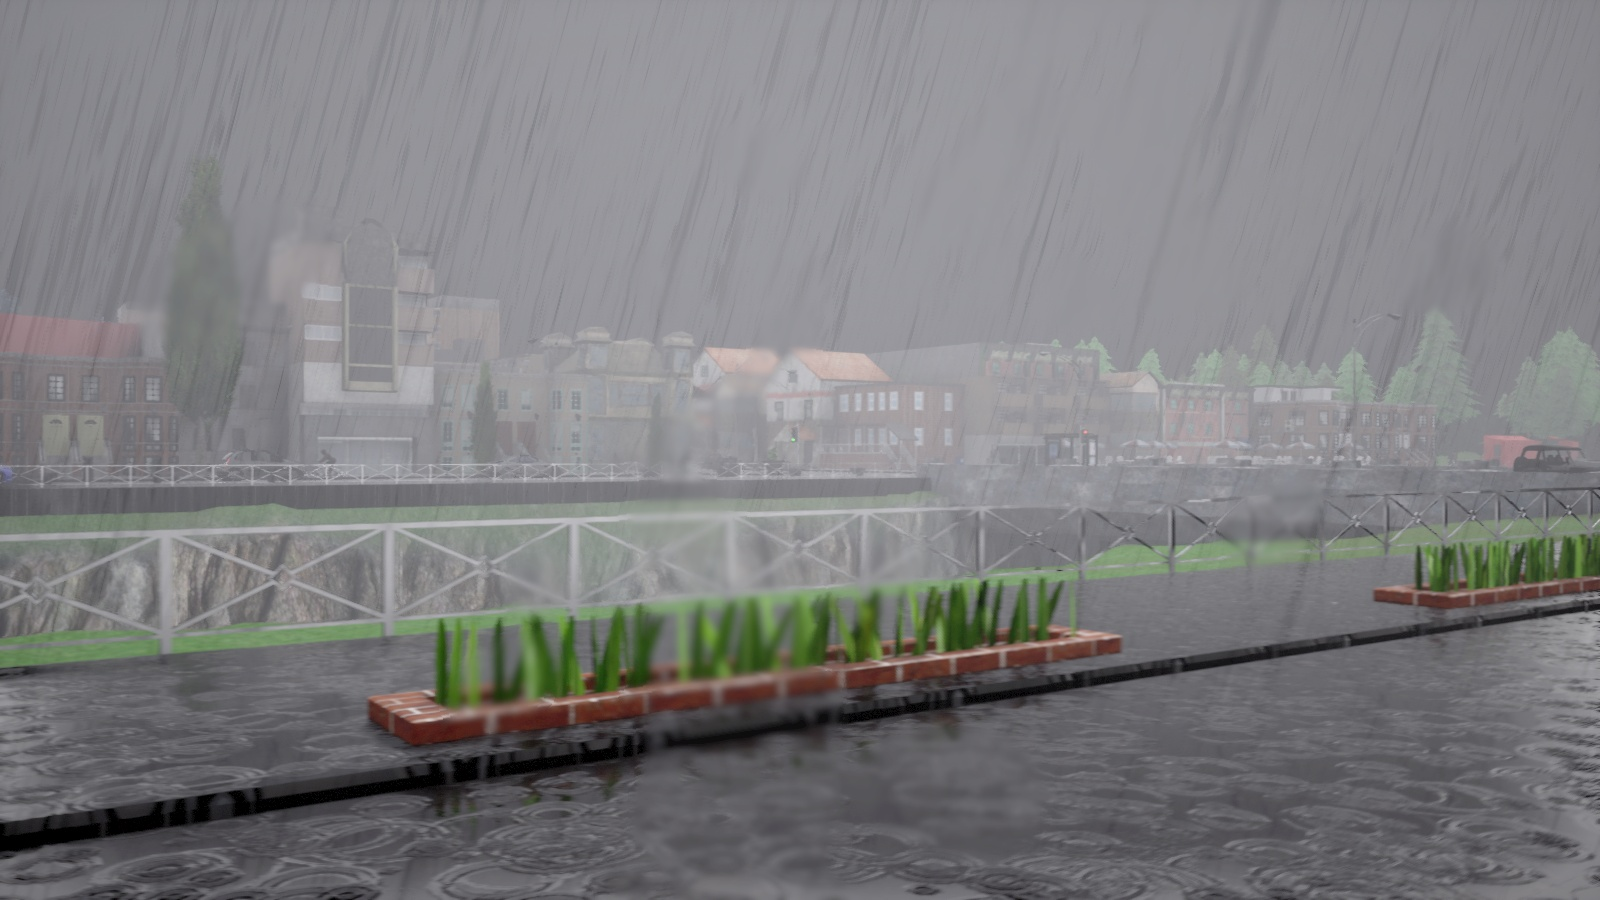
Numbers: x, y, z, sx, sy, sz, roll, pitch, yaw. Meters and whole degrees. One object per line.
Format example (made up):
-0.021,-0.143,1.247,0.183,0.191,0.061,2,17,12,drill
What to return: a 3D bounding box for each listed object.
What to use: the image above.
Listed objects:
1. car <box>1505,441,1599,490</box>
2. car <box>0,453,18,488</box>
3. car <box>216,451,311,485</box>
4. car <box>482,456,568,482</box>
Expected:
30.678,0.599,50.200,1.905,1.878,3.866,0,0,-35,car
-36.399,0.901,54.120,4.514,1.525,2.007,0,0,-35,car
-26.151,0.848,61.258,3.988,1.617,1.851,0,0,-35,car
-15.072,1.010,68.972,4.181,1.385,1.994,0,0,-35,car
